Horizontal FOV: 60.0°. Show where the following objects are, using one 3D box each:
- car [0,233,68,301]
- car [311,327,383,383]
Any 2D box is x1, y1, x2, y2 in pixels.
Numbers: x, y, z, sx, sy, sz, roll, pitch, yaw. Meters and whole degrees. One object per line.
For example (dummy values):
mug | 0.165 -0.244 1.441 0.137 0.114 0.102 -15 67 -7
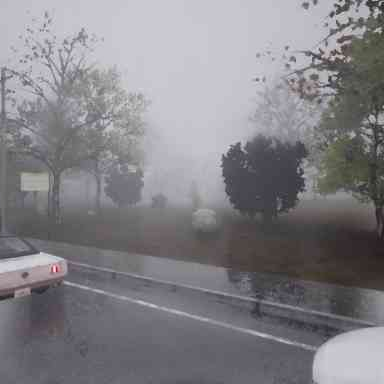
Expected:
car | -4.991 1.601 7.547 4.718 1.301 1.895 0 0 35
car | 3.078 1.526 1.812 4.674 1.442 1.812 0 0 35
